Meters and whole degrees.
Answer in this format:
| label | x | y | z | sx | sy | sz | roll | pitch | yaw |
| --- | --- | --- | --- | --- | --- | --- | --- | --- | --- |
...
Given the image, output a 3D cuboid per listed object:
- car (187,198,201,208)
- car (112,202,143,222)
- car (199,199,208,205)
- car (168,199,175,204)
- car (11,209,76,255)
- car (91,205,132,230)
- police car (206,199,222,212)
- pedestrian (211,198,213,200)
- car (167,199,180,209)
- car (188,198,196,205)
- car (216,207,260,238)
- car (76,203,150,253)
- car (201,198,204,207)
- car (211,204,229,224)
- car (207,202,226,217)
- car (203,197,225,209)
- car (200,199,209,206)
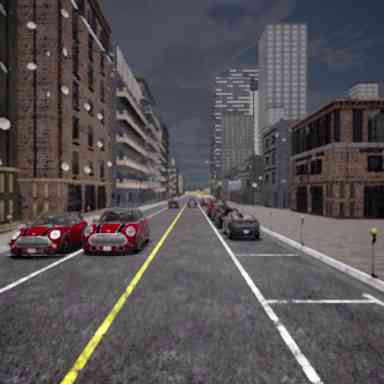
| label | x | y | z | sx | sy | sz | roll | pitch | yaw |
| --- | --- | --- | --- | --- | --- | --- | --- | --- | --- |
| car | 0.040 | 2.085 | 59.306 | 2.128 | 1.511 | 4.902 | 0 | -1 | 0 |
| car | -5.685 | 1.743 | 29.807 | 1.967 | 1.590 | 4.097 | -1 | -1 | 0 |
| car | 2.736 | 2.344 | 80.065 | 2.008 | 1.369 | 4.403 | -1 | -1 | 0 |
| car | -5.641 | 2.478 | 91.185 | 1.802 | 1.307 | 4.206 | -1 | -1 | 0 |
| car | -5.697 | 1.581 | 13.805 | 1.967 | 1.590 | 4.097 | -1 | -1 | 0 |
| car | -5.688 | 1.770 | 24.057 | 1.752 | 1.417 | 4.829 | -1 | -1 | 0 |
| police car | 3.031 | 1.896 | 46.605 | 1.930 | 1.638 | 5.238 | 0 | -1 | 0 |
| pedestrian | 3.033 | 1.794 | 49.599 | 0.375 | 1.860 | 0.375 | -1 | 0 | 0 |
| car | -3.029 | 2.061 | 55.524 | 1.837 | 1.490 | 4.892 | 0 | -1 | 0 |
| car | 0.052 | 2.050 | 76.320 | 1.882 | 1.535 | 5.008 | 0 | -1 | 0 |
| car | 2.689 | 1.752 | 18.699 | 2.008 | 1.369 | 4.403 | -1 | -1 | 0 |
| car | -3.091 | 1.499 | 14.387 | 2.097 | 1.767 | 4.553 | 0 | -1 | 0 |
| car | 2.682 | 1.948 | 63.329 | 2.192 | 1.841 | 5.009 | -1 | -1 | 0 |
| car | 2.660 | 1.814 | 24.271 | 1.947 | 1.339 | 4.313 | -1 | -1 | 0 |
| car | 2.663 | 1.870 | 29.850 | 1.947 | 1.339 | 4.313 | -1 | -1 | 0 |
| car | 2.663 | 1.675 | 35.432 | 2.192 | 1.841 | 5.009 | -1 | -1 | 0 |
| car | 2.718 | 2.267 | 74.657 | 1.752 | 1.417 | 4.829 | -1 | -1 | 0 |
